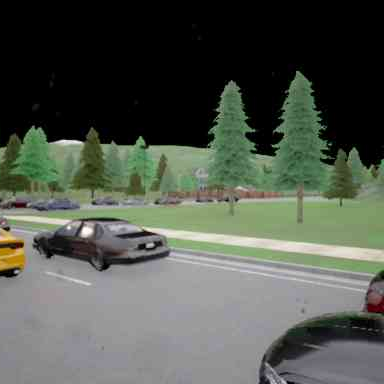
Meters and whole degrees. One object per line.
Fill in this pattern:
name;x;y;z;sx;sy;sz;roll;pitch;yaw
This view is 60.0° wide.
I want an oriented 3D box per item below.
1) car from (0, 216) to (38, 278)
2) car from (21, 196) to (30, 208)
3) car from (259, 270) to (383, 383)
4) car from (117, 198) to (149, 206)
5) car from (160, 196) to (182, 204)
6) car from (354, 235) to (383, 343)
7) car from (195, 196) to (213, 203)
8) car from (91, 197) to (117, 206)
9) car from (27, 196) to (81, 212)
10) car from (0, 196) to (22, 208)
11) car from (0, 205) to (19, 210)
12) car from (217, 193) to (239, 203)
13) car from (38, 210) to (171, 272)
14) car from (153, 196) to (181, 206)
car;-6.413;1.471;8.999;5.008;1.535;1.882;0;0;38
car;-17.986;1.464;41.471;2.128;1.511;4.902;0;0;39
car;2.754;1.492;1.879;4.902;1.511;2.128;0;0;38
car;-9.047;1.574;52.683;1.895;1.301;4.718;0;0;39
car;-4.061;1.534;64.494;1.994;1.385;4.181;0;0;39
car;4.803;1.564;4.717;4.181;1.385;1.994;0;0;38
car;2.465;1.537;67.008;1.994;1.385;4.181;0;0;39
car;-13.774;1.534;52.366;1.994;1.385;4.181;0;0;39
car;-15.697;1.523;38.725;2.033;1.411;5.357;0;0;39
car;-21.972;1.324;42.085;2.097;1.767;4.553;0;0;39
car;-11.380;1.534;17.241;5.357;1.411;2.033;0;0;38
car;7.407;1.302;67.561;2.150;2.045;5.566;0;0;39
car;-3.148;1.541;10.889;5.357;1.411;2.033;0;0;38
car;-4.219;1.539;53.124;1.994;1.385;4.181;0;0;39
